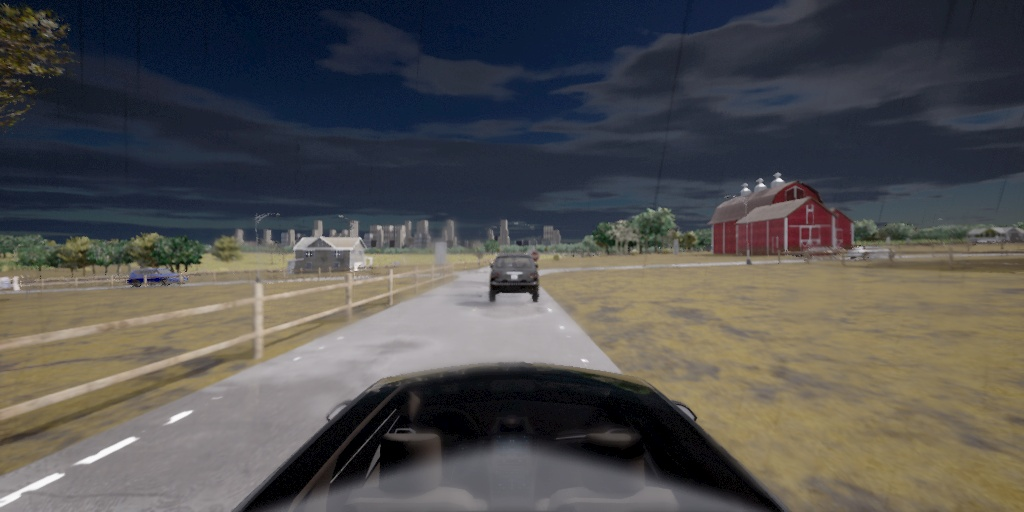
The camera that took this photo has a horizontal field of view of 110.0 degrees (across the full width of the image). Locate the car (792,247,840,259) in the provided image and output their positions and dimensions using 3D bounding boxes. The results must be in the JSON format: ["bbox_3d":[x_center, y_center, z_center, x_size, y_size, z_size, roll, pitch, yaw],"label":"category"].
[{"bbox_3d":[37.291,-0.310,44.120,5.008,1.535,1.882,-2,0,0],"label":"car"}]

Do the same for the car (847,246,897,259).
[{"bbox_3d":[41.346,-0.401,41.281,4.674,1.442,1.812,-2,0,0],"label":"car"}]

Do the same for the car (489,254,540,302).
[{"bbox_3d":[0.103,0.932,17.017,2.150,2.045,5.566,0,0,0],"label":"car"}]

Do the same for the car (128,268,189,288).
[{"bbox_3d":[-40.529,2.453,41.141,5.566,2.045,2.150,-2,0,0],"label":"car"}]
